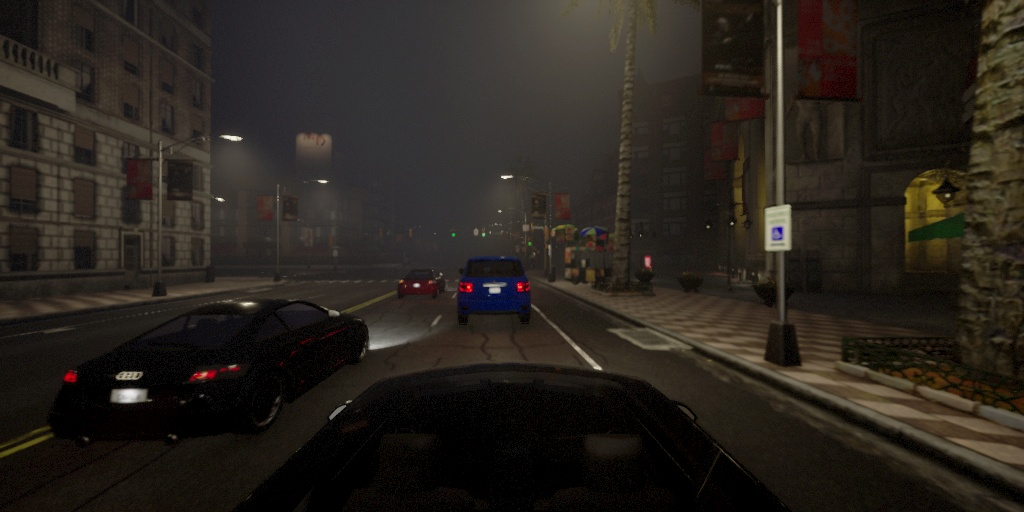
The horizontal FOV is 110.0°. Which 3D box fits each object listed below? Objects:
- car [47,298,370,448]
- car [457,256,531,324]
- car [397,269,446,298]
[{"bbox_3d":[-3.774,1.330,5.480,1.994,1.385,4.181,0,0,-2],"label":"car"},{"bbox_3d":[-0.647,1.005,12.311,2.150,2.045,5.566,0,0,-4],"label":"car"},{"bbox_3d":[-4.672,1.370,18.975,1.994,1.385,4.181,0,0,-4],"label":"car"}]
